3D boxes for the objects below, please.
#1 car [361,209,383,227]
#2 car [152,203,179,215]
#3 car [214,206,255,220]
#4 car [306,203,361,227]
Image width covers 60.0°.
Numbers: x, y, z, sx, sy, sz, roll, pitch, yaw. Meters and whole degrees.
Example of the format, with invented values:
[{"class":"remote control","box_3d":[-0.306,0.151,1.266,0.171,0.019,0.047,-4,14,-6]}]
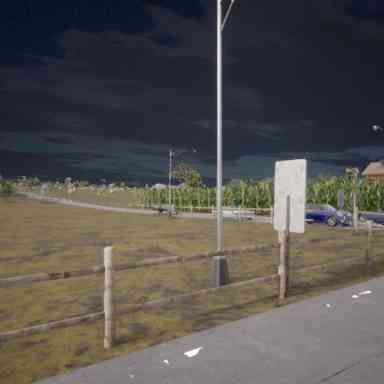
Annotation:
[{"class":"car","box_3d":[14.116,1.898,24.263,1.994,1.385,4.181,2,-3,-29]},{"class":"car","box_3d":[-3.534,2.286,44.330,1.837,1.490,4.892,3,-2,-35]},{"class":"car","box_3d":[4.119,2.123,33.558,1.895,1.301,4.718,3,-3,-35]},{"class":"car","box_3d":[9.948,1.664,25.497,2.097,1.767,4.553,3,-3,-37]}]
